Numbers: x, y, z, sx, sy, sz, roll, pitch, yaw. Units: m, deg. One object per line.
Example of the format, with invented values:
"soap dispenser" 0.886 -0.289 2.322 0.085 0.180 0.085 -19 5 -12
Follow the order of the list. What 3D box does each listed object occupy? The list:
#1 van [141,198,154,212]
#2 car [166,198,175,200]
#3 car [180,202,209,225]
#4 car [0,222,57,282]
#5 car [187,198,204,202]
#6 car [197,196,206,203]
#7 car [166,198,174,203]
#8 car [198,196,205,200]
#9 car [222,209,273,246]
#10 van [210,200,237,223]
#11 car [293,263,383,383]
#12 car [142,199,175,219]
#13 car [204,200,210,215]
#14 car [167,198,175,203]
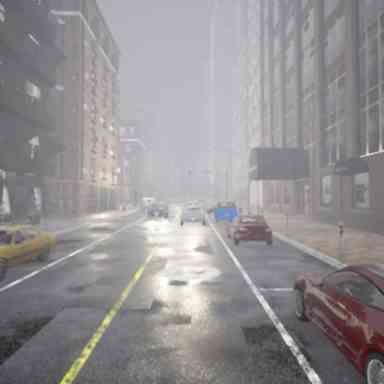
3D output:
"van" -5.817 1.699 44.089 1.690 1.788 3.998 1 0 0
"car" -5.782 2.211 82.002 2.008 1.369 4.403 1 0 0
"car" 0.073 1.736 25.716 1.812 1.442 4.674 0 -1 0
"car" -5.690 1.608 9.982 1.752 1.417 4.829 1 0 0
"car" 0.049 1.839 41.383 2.163 1.488 4.792 0 0 0
"car" 2.588 2.064 93.326 2.192 1.841 5.009 1 0 0
"car" -5.789 2.255 87.656 2.008 1.369 4.403 1 0 0
"car" 2.591 2.286 87.669 1.802 1.307 4.206 1 0 0
"car" 2.682 1.712 15.810 1.802 1.307 4.206 1 0 0
"van" 2.671 1.562 27.114 1.690 1.788 3.998 1 0 0
"car" 2.696 1.620 4.508 1.802 1.307 4.206 1 0 0
"car" -3.117 1.750 31.798 2.128 1.511 4.902 0 0 0
"car" 2.653 1.894 38.414 1.802 1.307 4.206 1 0 0
"car" -5.796 2.315 93.311 1.947 1.339 4.313 1 0 0
